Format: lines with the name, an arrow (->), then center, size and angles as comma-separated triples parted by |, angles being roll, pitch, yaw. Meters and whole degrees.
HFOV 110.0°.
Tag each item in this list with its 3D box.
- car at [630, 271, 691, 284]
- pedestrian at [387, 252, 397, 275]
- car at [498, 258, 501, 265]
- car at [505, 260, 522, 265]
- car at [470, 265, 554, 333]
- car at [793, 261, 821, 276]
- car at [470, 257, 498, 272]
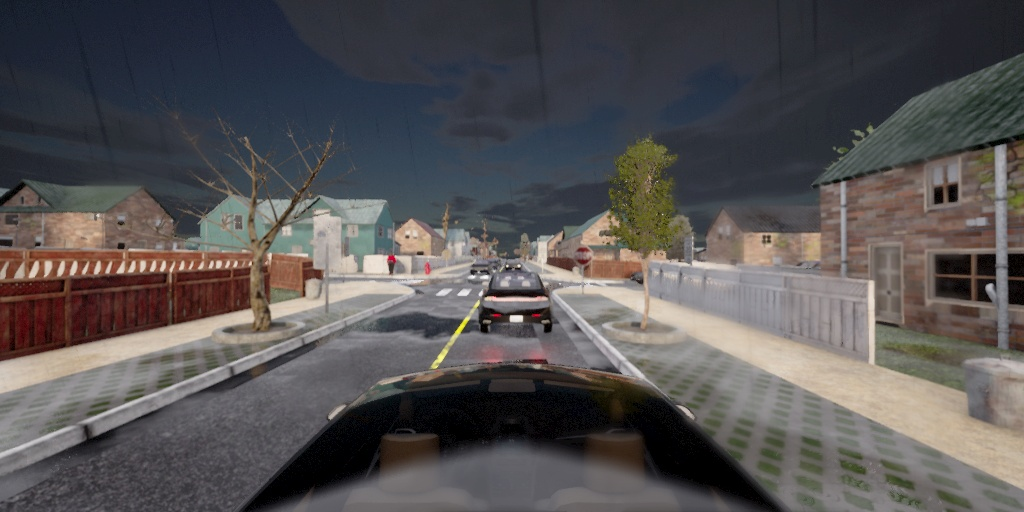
car -> 11.019, 1.383, 25.677 | 4.892, 1.490, 1.837 | 1, 0, 1
pedestrian -> -9.616, 0.579, 28.566 | 0.375, 1.860, 0.375 | 0, -2, 0
car -> -2.815, 1.024, 45.946 | 1.994, 1.385, 4.181 | 0, 0, 1
car -> 0.118, 1.091, 40.273 | 1.895, 1.301, 4.718 | 0, 0, 0
car -> 0.102, 1.175, 10.452 | 2.128, 1.511, 4.902 | 0, 0, 0
car -> 21.758, 1.342, 25.637 | 5.566, 2.045, 2.150 | 1, 0, 0
car -> -2.916, 1.065, 35.433 | 2.033, 1.411, 5.357 | 0, 0, 3
